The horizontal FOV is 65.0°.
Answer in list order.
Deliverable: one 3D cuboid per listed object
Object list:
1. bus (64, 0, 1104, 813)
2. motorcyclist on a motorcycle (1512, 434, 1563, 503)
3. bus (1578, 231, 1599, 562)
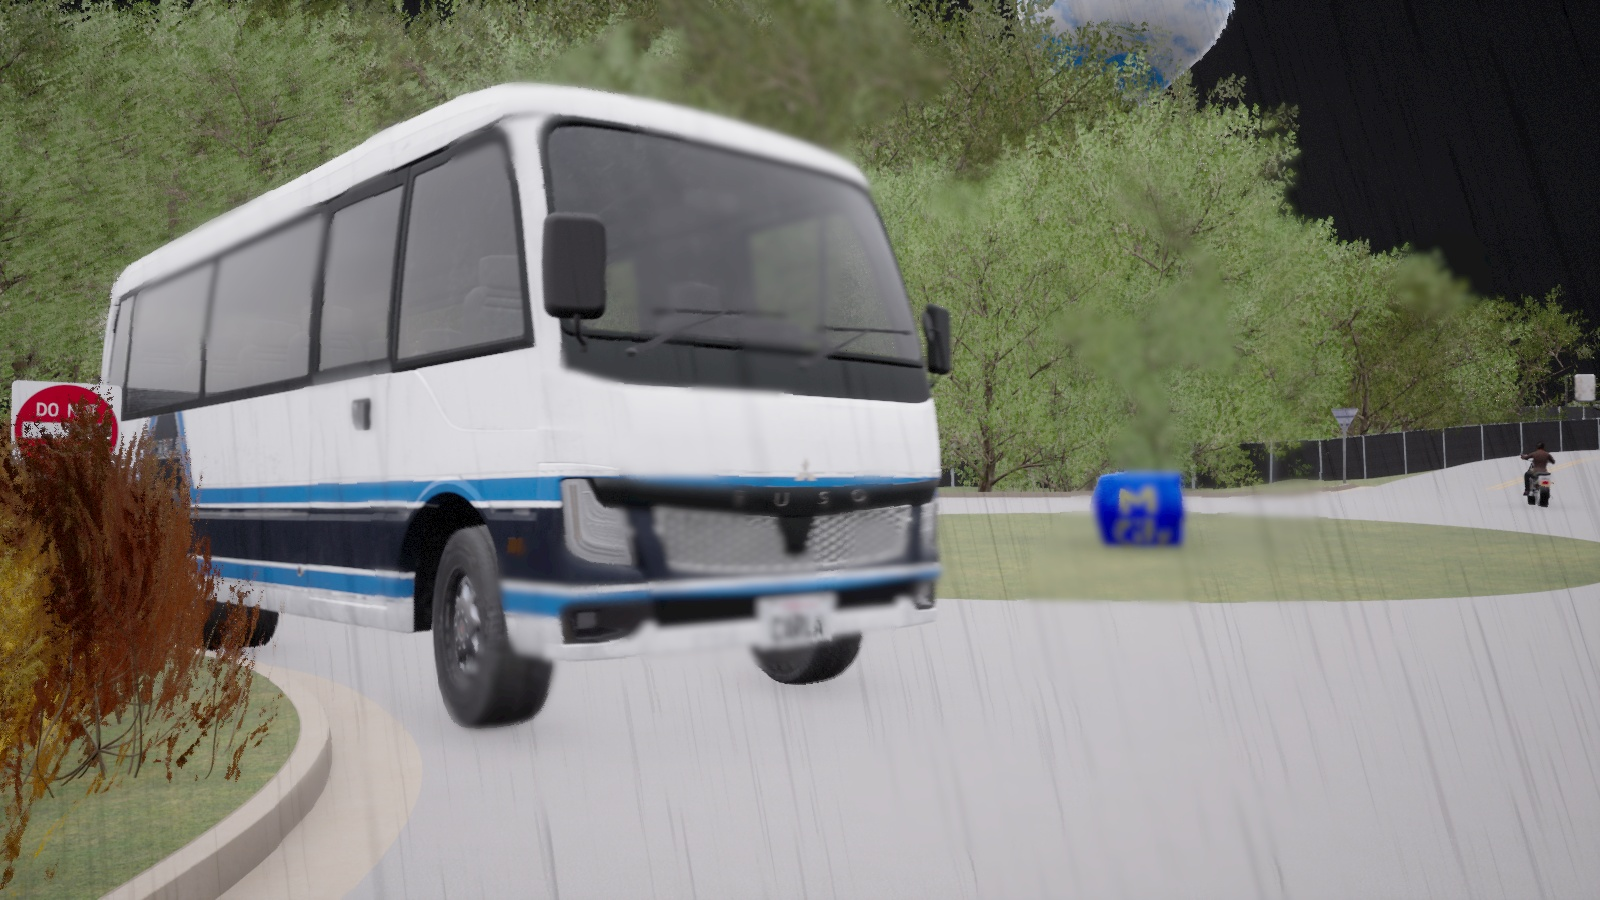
[{"bbox_3d":[-2.927,-0.248,10.923,3.944,4.253,10.273,1,-3,-42],"label":"bus"},{"bbox_3d":[18.552,0.455,31.627,0.766,1.649,2.350,2,1,23],"label":"motorcyclist on a motorcycle"},{"bbox_3d":[14.482,-0.787,19.563,3.944,4.253,10.273,-1,0,32],"label":"bus"}]
